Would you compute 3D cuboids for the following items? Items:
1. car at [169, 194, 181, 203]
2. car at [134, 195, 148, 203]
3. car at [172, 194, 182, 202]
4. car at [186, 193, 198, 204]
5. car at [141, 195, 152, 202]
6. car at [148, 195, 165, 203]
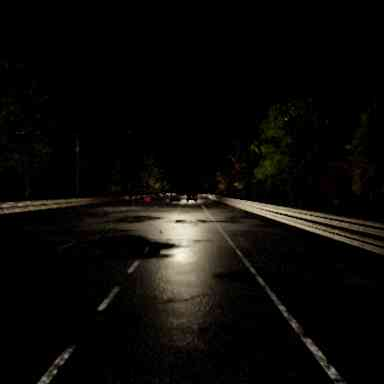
[{"bbox_3d":[-3.556,1.452,67.502,1.994,1.385,4.181,0,0,0],"label":"car"},{"bbox_3d":[-10.556,1.384,67.114,2.128,1.511,4.902,0,0,0],"label":"car"},{"bbox_3d":[-3.564,1.301,77.518,2.097,1.767,4.553,0,0,0],"label":"car"},{"bbox_3d":[-0.056,1.125,67.152,2.150,2.045,5.566,0,0,0],"label":"car"},{"bbox_3d":[-10.565,1.496,77.542,1.994,1.385,4.181,0,0,0],"label":"car"},{"bbox_3d":[-7.055,1.376,67.117,1.882,1.535,5.008,0,0,0],"label":"car"}]
